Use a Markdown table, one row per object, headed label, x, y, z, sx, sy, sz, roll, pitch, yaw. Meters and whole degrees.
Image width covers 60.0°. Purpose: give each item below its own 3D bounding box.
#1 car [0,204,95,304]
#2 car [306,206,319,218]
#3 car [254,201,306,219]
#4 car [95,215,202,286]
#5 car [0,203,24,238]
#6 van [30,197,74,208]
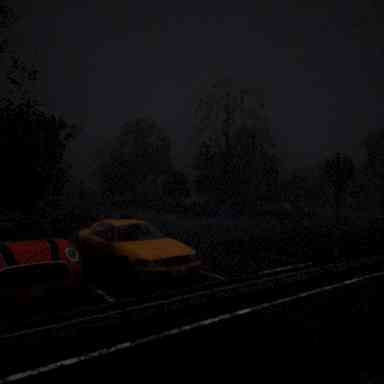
| label | x | y | z | sx | sy | sz | roll | pitch | yaw |
| --- | --- | --- | --- | --- | --- | --- | --- | --- | --- |
| car | -4.330 | 1.347 | 8.243 | 2.185 | 1.767 | 4.553 | 0 | 0 | -36 |
| car | 10.746 | 1.715 | 34.334 | 2.185 | 1.767 | 4.553 | 1 | -1 | -36 |
| car | 8.205 | 1.816 | 32.433 | 2.002 | 1.452 | 4.674 | 1 | -1 | -36 |
| car | -1.842 | 1.480 | 9.783 | 1.946 | 1.575 | 5.366 | 0 | 0 | -36 |
| car | -11.005 | 1.474 | 18.747 | 1.946 | 1.575 | 5.366 | 0 | 0 | -36 |
| van | -8.566 | 1.261 | 20.145 | 1.878 | 1.987 | 4.442 | 0 | 0 | -36 |
